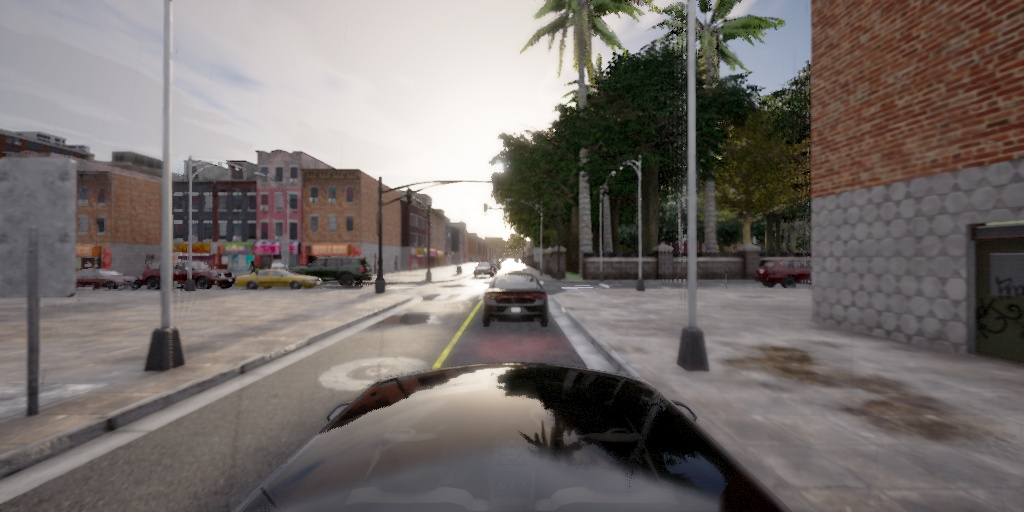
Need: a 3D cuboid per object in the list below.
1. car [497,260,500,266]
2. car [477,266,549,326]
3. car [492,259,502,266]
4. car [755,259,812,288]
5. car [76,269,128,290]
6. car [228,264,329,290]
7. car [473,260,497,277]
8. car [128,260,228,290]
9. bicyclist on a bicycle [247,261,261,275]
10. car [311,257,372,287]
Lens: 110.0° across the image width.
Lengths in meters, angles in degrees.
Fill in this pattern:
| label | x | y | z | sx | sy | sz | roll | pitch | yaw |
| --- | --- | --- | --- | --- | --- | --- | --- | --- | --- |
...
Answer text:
| label | x | y | z | sx | sy | sz | roll | pitch | yaw |
| --- | --- | --- | --- | --- | --- | --- | --- | --- | --- |
| car | -2.859 | 1.531 | 46.304 | 1.895 | 1.301 | 4.718 | 0 | 0 | 0 |
| car | 0.077 | 1.265 | 11.867 | 1.882 | 1.535 | 5.008 | 0 | 0 | -1 |
| car | -2.817 | 1.324 | 56.381 | 2.097 | 1.767 | 4.553 | 0 | 0 | 1 |
| car | 17.991 | 1.094 | 22.400 | 5.009 | 1.841 | 2.192 | 0 | 0 | 0 |
| car | -25.522 | 1.466 | 22.327 | 4.207 | 1.307 | 1.802 | 0 | 0 | 0 |
| car | -14.449 | 1.382 | 22.346 | 4.829 | 1.417 | 1.751 | 0 | 0 | 0 |
| car | -2.874 | 1.418 | 37.221 | 1.812 | 1.442 | 4.674 | 0 | 0 | 0 |
| car | -20.070 | 1.185 | 22.336 | 5.009 | 1.841 | 2.192 | 0 | 0 | 0 |
| bicyclist on a bicycle | -20.155 | 1.199 | 27.985 | 0.582 | 1.620 | 1.656 | 0 | 0 | 0 |
| car | -12.842 | 1.087 | 25.310 | 5.566 | 2.045 | 2.150 | 0 | 0 | -2 |
